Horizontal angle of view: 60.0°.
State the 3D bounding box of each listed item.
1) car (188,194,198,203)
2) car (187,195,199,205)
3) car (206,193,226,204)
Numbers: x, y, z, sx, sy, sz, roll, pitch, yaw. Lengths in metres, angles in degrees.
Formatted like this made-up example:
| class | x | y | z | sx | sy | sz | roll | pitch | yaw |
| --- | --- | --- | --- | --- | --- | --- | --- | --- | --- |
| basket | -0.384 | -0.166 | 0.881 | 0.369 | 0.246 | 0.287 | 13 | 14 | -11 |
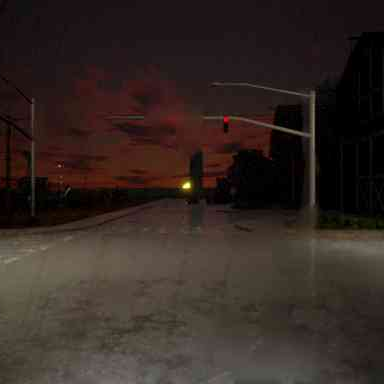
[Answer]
| class | x | y | z | sx | sy | sz | roll | pitch | yaw |
| --- | --- | --- | --- | --- | --- | --- | --- | --- | --- |
| car | 0.179 | 1.351 | 67.303 | 2.097 | 1.767 | 4.553 | 0 | 0 | 0 |
| car | 0.194 | 1.495 | 57.563 | 2.033 | 1.411 | 5.357 | 0 | -1 | 1 |
| car | 4.321 | 1.144 | 59.865 | 1.905 | 1.878 | 3.866 | -8 | 3 | -42 |
